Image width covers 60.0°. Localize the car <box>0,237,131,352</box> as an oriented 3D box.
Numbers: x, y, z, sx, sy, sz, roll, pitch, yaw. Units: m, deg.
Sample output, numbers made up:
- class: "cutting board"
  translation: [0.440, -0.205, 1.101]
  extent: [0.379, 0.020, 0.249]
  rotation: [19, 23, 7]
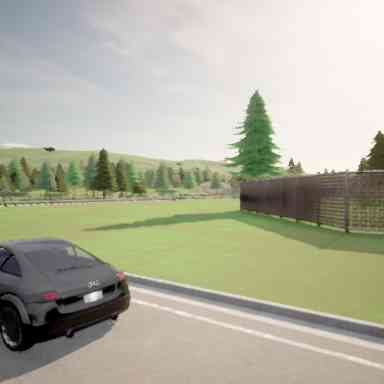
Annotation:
- class: "car"
  translation: [-3.131, 1.559, 6.227]
  extent: [4.181, 1.385, 1.994]
  rotation: [0, 0, 36]
